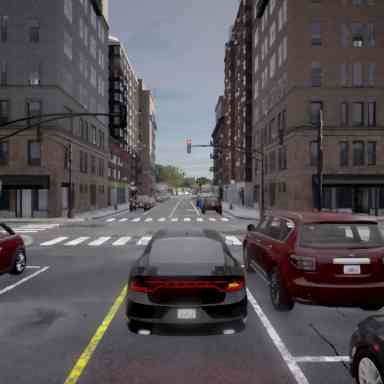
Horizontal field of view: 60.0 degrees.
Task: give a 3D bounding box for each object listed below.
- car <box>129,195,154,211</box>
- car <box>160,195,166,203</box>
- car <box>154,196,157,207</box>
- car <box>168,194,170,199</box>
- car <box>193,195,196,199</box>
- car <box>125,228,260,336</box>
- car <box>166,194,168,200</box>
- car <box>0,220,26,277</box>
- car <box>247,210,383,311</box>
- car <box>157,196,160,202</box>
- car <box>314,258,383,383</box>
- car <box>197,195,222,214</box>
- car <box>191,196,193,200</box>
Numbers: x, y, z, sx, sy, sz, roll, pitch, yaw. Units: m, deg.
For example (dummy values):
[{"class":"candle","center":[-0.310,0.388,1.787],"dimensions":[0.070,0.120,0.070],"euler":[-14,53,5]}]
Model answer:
[{"class":"car","center":[-6.240,1.313,40.063],"dimensions":[2.192,1.841,5.009],"euler":[0,0,-1]},{"class":"car","center":[-6.805,1.540,67.576],"dimensions":[1.887,1.381,4.507],"euler":[0,0,-1]},{"class":"car","center":[-6.353,1.564,45.565],"dimensions":[1.947,1.339,4.313],"euler":[0,0,-1]},{"class":"car","center":[-7.031,1.545,78.580],"dimensions":[2.008,1.369,4.403],"euler":[0,0,-1]},{"class":"car","center":[1.634,1.312,51.239],"dimensions":[2.192,1.841,5.009],"euler":[0,0,-1]},{"class":"car","center":[-0.104,1.478,6.928],"dimensions":[1.882,1.535,5.008],"euler":[0,0,-1]},{"class":"car","center":[-6.918,1.540,73.078],"dimensions":[1.887,1.381,4.507],"euler":[0,0,-1]},{"class":"car","center":[-5.527,1.440,7.511],"dimensions":[1.967,1.590,4.097],"euler":[0,0,-1]},{"class":"car","center":[2.496,1.315,7.680],"dimensions":[2.192,1.841,5.009],"euler":[0,0,-1]},{"class":"car","center":[-6.466,1.548,51.068],"dimensions":[2.008,1.369,4.403],"euler":[0,0,-1]},{"class":"car","center":[2.615,1.551,1.999],"dimensions":[2.008,1.369,4.403],"euler":[0,0,-1]},{"class":"car","center":[1.993,1.314,34.731],"dimensions":[2.192,1.841,5.009],"euler":[0,0,-1]},{"class":"car","center":[0.672,1.519,95.429],"dimensions":[1.752,1.417,4.829],"euler":[0,0,-1]}]
